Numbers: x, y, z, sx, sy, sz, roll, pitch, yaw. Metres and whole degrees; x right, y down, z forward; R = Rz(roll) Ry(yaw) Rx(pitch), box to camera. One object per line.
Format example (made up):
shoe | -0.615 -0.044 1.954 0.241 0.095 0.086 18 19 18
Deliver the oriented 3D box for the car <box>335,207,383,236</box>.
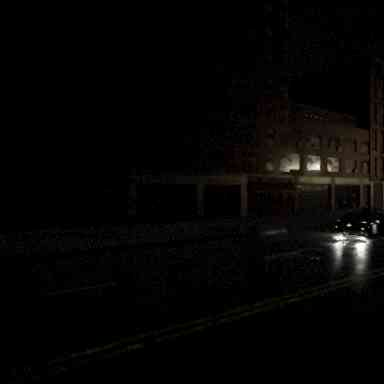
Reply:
car | 9.920 1.576 18.742 4.181 1.385 1.994 0 0 -35
